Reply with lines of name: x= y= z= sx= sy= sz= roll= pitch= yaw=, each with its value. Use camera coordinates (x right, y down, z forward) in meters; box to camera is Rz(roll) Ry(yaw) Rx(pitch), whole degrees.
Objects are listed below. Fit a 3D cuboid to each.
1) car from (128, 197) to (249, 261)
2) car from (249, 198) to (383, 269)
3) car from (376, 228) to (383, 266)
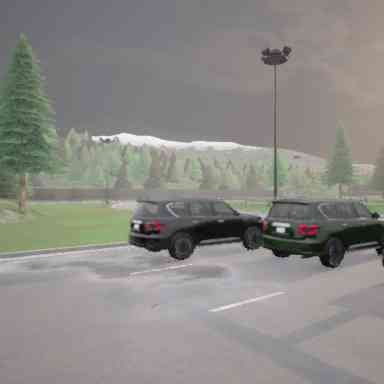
car: x=0.339 y=1.223 z=12.573 sx=5.566 sy=2.045 sz=2.150 roll=0 pitch=0 yaw=-35
car: x=4.823 y=1.222 z=11.464 sx=5.566 sy=2.045 sz=2.150 roll=0 pitch=0 yaw=-35
car: x=7.028 y=1.601 z=8.734 sx=4.718 sy=1.301 sz=1.895 roll=0 pitch=0 yaw=-35
